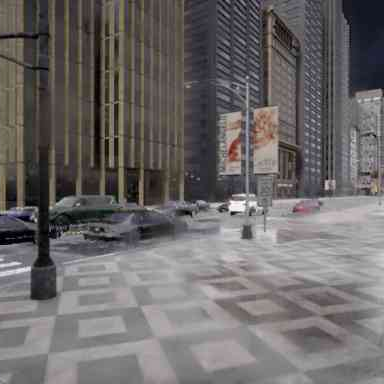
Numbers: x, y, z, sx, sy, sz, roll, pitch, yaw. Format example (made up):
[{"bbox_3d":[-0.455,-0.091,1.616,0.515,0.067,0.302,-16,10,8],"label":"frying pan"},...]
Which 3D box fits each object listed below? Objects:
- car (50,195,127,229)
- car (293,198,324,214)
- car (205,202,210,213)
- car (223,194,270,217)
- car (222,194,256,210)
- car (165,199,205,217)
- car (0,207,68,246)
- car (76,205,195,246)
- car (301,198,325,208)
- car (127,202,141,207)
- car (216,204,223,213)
[{"bbox_3d":[-6.994,1.227,20.549,2.150,2.045,5.566,0,0,36],"label":"car"},{"bbox_3d":[12.590,1.617,36.440,1.994,1.385,4.181,0,0,36],"label":"car"},{"bbox_3d":[0.243,1.546,36.259,1.812,1.442,4.674,0,0,36],"label":"car"},{"bbox_3d":[5.591,1.258,32.230,2.150,2.045,5.566,0,0,35],"label":"car"},{"bbox_3d":[6.378,1.257,44.787,2.150,2.045,5.566,0,0,37],"label":"car"},{"bbox_3d":[-1.323,1.509,28.487,2.128,1.511,4.902,0,0,36],"label":"car"},{"bbox_3d":[-8.021,1.550,13.179,2.033,1.411,5.357,0,0,36],"label":"car"},{"bbox_3d":[-2.377,1.565,15.487,2.033,1.411,5.357,0,0,36],"label":"car"},{"bbox_3d":[18.281,1.614,50.016,2.033,1.411,5.357,0,0,36],"label":"car"},{"bbox_3d":[-5.672,1.570,27.992,1.994,1.385,4.181,0,0,35],"label":"car"},{"bbox_3d":[4.784,1.580,37.017,2.033,1.411,5.357,0,0,35],"label":"car"}]
